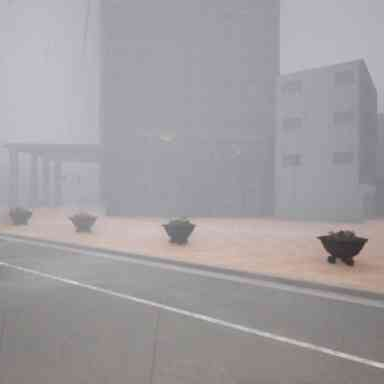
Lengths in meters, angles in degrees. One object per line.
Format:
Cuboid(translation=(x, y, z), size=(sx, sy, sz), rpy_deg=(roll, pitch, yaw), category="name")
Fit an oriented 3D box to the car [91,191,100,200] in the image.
Cuboid(translation=(-21.619, 0.834, 79.813), size=(2.150, 2.045, 5.566), rpy_deg=(0, 0, 34), category="car")
